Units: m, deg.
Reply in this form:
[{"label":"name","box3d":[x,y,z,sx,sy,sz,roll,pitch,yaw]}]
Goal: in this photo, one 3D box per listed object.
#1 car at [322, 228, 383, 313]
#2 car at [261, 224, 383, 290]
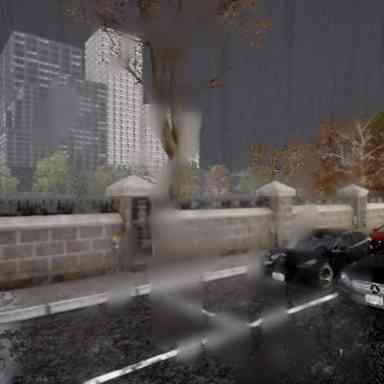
[{"label":"car","box3d":[5.023,1.645,7.268,4.674,1.442,1.812,0,-2,-38]},{"label":"car","box3d":[3.870,1.749,9.655,4.313,1.339,1.947,0,-2,-38]}]
